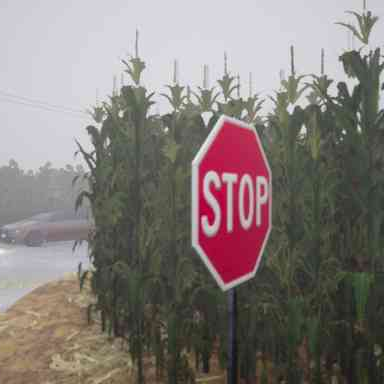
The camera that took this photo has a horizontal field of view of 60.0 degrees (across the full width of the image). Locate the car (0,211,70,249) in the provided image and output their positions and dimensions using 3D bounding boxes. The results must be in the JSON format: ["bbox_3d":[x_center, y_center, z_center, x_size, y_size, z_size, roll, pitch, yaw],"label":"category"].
[{"bbox_3d":[-6.193,1.535,14.655,1.994,1.385,4.181,0,0,37],"label":"car"}]
